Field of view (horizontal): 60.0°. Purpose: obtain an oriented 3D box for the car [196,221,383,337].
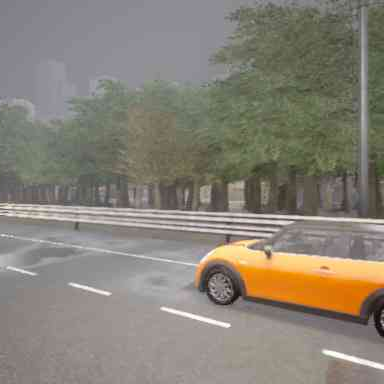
[{"bbox_3d":[2.293,1.353,6.533,4.553,1.767,2.097,0,0,36],"label":"car"}]
